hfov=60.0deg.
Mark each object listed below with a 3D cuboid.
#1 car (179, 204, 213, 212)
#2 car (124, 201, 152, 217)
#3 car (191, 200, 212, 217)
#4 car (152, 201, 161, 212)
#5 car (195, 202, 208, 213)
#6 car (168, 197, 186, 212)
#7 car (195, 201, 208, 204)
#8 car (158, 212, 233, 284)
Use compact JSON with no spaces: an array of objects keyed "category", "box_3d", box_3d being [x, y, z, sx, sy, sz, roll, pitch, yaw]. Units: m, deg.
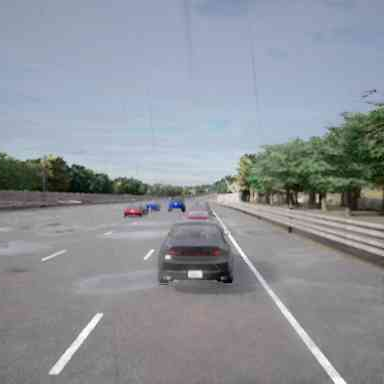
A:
[{"category":"car","box_3d":[0.392,1.686,19.933,1.812,1.442,4.674,0,-1,2]},{"category":"car","box_3d":[-5.970,1.942,36.051,1.994,1.385,4.181,0,-1,4]},{"category":"car","box_3d":[1.071,1.756,36.789,2.097,1.767,4.553,0,-1,2]},{"category":"car","box_3d":[-5.609,2.043,47.499,1.882,1.535,5.008,0,-1,2]},{"category":"car","box_3d":[1.400,2.127,47.842,1.812,1.442,4.674,0,-1,2]},{"category":"car","box_3d":[-2.109,1.799,47.722,2.150,2.045,5.566,0,-2,2]},{"category":"car","box_3d":[0.645,1.757,27.337,1.837,1.490,4.892,0,-1,2]},{"category":"car","box_3d":[0.115,1.569,9.738,1.837,1.490,4.892,0,0,1]}]
